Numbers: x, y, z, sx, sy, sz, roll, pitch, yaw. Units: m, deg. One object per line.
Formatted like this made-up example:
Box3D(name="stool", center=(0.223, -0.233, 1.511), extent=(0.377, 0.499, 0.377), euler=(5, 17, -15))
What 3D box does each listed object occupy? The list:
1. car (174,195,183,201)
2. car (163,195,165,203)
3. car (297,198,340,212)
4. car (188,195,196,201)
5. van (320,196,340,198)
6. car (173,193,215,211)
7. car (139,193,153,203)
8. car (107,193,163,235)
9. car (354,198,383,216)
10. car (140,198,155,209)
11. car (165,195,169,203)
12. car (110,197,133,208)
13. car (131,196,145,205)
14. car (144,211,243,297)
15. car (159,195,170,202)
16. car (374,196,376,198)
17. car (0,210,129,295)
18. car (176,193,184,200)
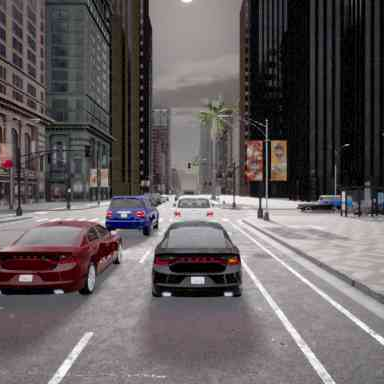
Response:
Box3D(name="car", center=(-3.295, 1.497, 81.639), extent=(1.837, 1.490, 4.892), euler=(0, 0, 0))
Box3D(name="car", center=(-6.613, 1.227, 58.457), extent=(2.150, 2.045, 5.566), euler=(0, 0, 0))
Box3D(name="car", center=(14.224, 1.584, 37.133), extent=(4.718, 1.301, 1.895), euler=(0, 0, 0))
Box3D(name="car", center=(-0.046, 1.505, 83.234), extent=(1.837, 1.490, 4.892), euler=(0, 0, 0))
Box3D(name="van", center=(17.044, 1.315, 39.796), extent=(3.998, 1.788, 1.690), euler=(0, 0, 0))
Box3D(name="car", center=(0.091, 1.221, 18.568), extent=(2.150, 2.045, 5.566), euler=(0, 0, 0))
Box3D(name="car", center=(-9.790, 1.229, 71.481), extent=(2.150, 2.045, 5.566), euler=(0, 0, 0))
Box3D(name="car", center=(-3.189, 1.221, 18.626), extent=(2.150, 2.045, 5.566), euler=(0, 0, 2))
Box3D(name="car", center=(17.053, 1.549, 31.272), extent=(4.403, 1.369, 2.008), euler=(0, 0, 0))
Box3D(name="car", center=(-6.285, 1.602, 46.901), extent=(1.895, 1.301, 4.718), euler=(0, 0, -5))
Box3D(name="car", center=(-6.538, 1.603, 69.281), extent=(1.895, 1.301, 4.718), euler=(0, 0, 0))
Box3D(name="car", center=(-10.031, 1.493, 47.825), extent=(2.128, 1.511, 4.902), euler=(0, 0, 2))
Box3D(name="car", center=(-9.851, 1.528, 60.734), extent=(1.812, 1.442, 4.674), euler=(0, 0, 0))
Box3D(name="car", center=(0.094, 1.477, 8.608), extent=(1.882, 1.535, 5.008), euler=(0, 0, 0))
Box3D(name="car", center=(-6.544, 1.530, 79.366), extent=(2.128, 1.511, 4.902), euler=(0, 0, 0))
Box3D(name="car", center=(22.721, 1.285, 39.801), extent=(5.009, 1.841, 2.192), euler=(0, 0, 0))
Box3D(name="car", center=(-3.155, 1.477, 8.761), extent=(1.882, 1.535, 5.008), euler=(0, 0, 0))
Box3D(name="car", center=(-3.301, 1.194, 92.029), extent=(2.097, 1.767, 4.553), euler=(0, 0, 0))
